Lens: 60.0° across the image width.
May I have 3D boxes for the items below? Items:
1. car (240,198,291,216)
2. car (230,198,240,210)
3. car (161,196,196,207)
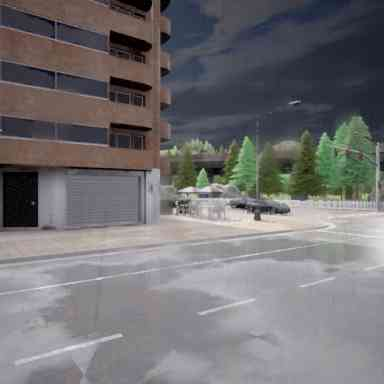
[{"bbox_3d":[7.313,1.449,32.433,1.837,1.490,4.892,0,0,-36],"label":"car"},{"bbox_3d":[6.597,1.436,39.304,2.128,1.511,4.902,0,0,-37],"label":"car"},{"bbox_3d":[-1.586,1.296,44.097,2.097,1.767,4.553,0,0,-43],"label":"car"}]
